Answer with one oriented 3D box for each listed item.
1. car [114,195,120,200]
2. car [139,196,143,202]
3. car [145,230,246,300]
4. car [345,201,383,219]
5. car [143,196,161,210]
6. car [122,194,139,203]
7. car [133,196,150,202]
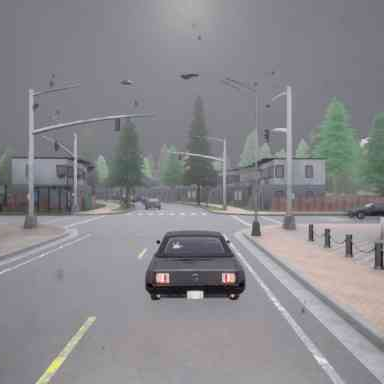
[{"bbox_3d":[-16.966,1.321,79.982,4.674,1.442,1.812,0,0,45],"label":"car"},{"bbox_3d":[-6.820,1.512,53.435,2.033,1.411,5.357,0,0,-15],"label":"car"},{"bbox_3d":[0.033,1.601,8.325,1.895,1.301,4.718,0,0,-1],"label":"car"},{"bbox_3d":[15.405,1.510,28.052,4.674,1.442,1.812,0,0,1],"label":"car"},{"bbox_3d":[-4.946,1.491,42.447,1.812,1.442,4.674,0,0,-6],"label":"car"},{"bbox_3d":[-12.628,1.471,67.911,1.837,1.490,4.892,0,0,-27],"label":"car"},{"bbox_3d":[-10.963,1.505,71.921,1.994,1.385,4.181,0,0,-36],"label":"car"}]
